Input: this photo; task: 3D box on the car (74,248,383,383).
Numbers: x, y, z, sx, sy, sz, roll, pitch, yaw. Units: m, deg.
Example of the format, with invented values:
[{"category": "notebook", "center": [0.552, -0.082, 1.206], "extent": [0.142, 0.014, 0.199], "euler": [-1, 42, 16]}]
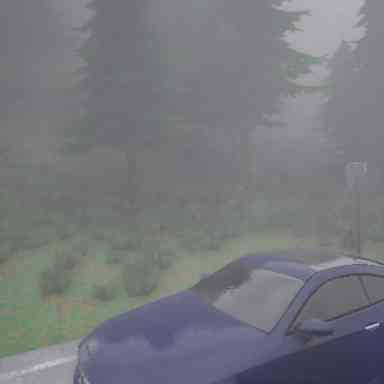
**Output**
[{"category": "car", "center": [1.099, 1.470, 3.870], "extent": [4.674, 1.442, 1.812], "euler": [0, 1, -28]}]
